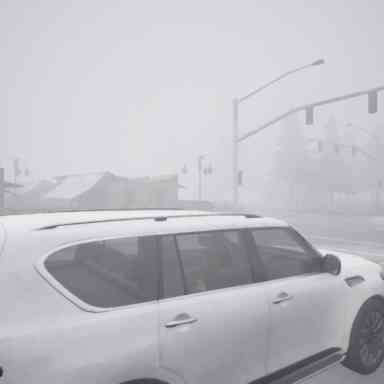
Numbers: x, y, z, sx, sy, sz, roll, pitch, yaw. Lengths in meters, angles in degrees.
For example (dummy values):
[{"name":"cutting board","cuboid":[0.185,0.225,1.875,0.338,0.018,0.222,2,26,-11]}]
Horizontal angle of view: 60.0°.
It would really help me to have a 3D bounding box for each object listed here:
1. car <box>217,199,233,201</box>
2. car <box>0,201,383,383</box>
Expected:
[{"name":"car","cuboid":[3.802,1.480,33.557,2.128,1.511,4.902,0,0,-37]},{"name":"car","cuboid":[0.183,1.220,3.944,5.566,2.045,2.150,0,0,-35]}]
